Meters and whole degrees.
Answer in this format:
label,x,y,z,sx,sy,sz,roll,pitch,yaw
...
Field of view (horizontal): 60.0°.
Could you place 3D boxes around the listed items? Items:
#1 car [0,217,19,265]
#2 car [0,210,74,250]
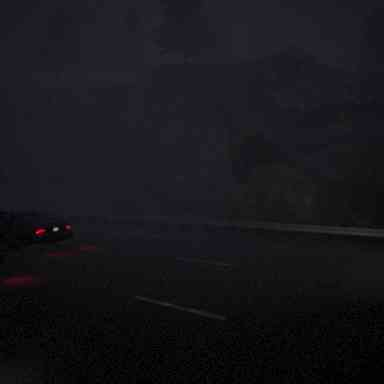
label,x,y,z,sx,sy,sz,roll,pitch,yaw
car,-7.475,1.491,9.216,5.357,1.411,2.033,0,1,30
car,-7.230,1.430,13.470,5.357,1.411,2.033,0,1,28
